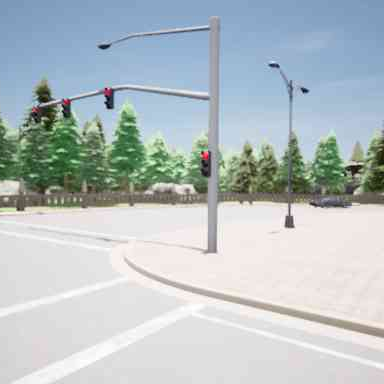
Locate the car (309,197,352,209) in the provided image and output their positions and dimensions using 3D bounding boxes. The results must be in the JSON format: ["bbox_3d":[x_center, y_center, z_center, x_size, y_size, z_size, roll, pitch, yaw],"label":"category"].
[{"bbox_3d":[17.654,1.350,42.344,5.357,1.411,2.033,1,0,-14],"label":"car"}]
